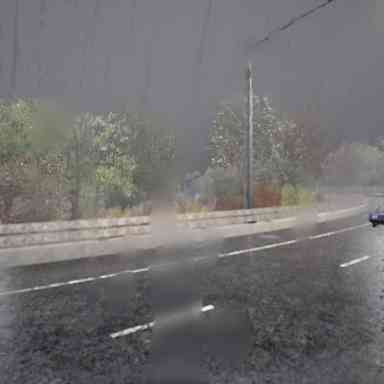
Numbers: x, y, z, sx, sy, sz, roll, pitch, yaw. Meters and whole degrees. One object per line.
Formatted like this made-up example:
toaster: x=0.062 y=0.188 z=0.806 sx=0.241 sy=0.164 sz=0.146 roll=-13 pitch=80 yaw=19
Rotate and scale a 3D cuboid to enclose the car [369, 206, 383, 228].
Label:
car: x=12.361 y=1.445 z=20.145 sx=1.895 sy=1.301 sz=4.718 roll=0 pitch=0 yaw=42
